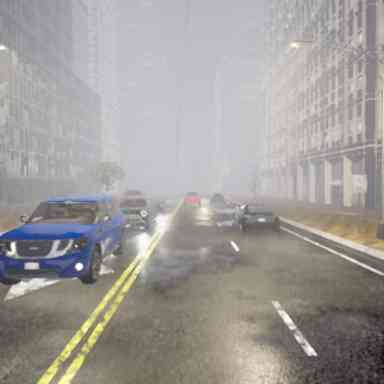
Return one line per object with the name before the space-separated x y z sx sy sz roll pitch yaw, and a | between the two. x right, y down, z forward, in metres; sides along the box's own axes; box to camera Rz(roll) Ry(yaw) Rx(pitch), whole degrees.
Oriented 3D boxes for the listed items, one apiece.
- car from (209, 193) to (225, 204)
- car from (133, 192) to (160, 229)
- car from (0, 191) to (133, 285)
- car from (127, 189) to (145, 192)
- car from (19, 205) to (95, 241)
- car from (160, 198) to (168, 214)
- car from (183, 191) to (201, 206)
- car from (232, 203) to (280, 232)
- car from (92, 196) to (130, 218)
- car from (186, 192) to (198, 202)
car | 3.317 0.817 43.335 1.812 1.442 4.674 -1 1 1
car | -3.307 1.106 19.479 2.097 1.767 4.553 -1 1 0
car | -3.366 1.139 9.667 2.150 2.045 5.566 -1 1 -1
car | -6.479 0.702 37.692 2.150 2.045 5.566 -1 1 0
car | -6.565 1.430 16.876 1.895 1.301 4.718 -1 1 0
car | -3.233 1.187 29.535 1.895 1.301 4.718 -1 1 0
car | 0.026 0.712 41.141 2.097 1.767 4.553 -1 1 0
car | 3.358 1.279 18.004 1.994 1.385 4.181 -1 1 0
car | -6.485 1.135 27.127 1.882 1.535 5.008 -1 1 0
car | 0.036 0.721 50.821 1.812 1.442 4.674 -1 1 0
